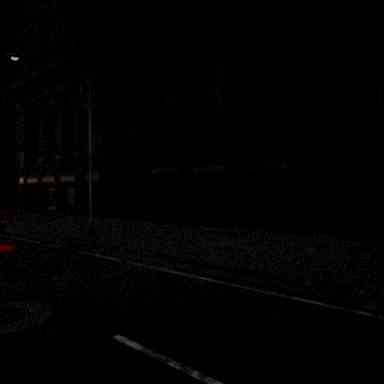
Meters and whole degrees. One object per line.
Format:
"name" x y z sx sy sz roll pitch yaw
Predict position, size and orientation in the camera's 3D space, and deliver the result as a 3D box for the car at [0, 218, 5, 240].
"car" -10.967 1.570 16.430 5.008 1.535 1.882 -1 0 42
